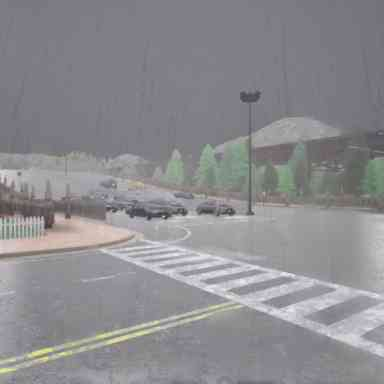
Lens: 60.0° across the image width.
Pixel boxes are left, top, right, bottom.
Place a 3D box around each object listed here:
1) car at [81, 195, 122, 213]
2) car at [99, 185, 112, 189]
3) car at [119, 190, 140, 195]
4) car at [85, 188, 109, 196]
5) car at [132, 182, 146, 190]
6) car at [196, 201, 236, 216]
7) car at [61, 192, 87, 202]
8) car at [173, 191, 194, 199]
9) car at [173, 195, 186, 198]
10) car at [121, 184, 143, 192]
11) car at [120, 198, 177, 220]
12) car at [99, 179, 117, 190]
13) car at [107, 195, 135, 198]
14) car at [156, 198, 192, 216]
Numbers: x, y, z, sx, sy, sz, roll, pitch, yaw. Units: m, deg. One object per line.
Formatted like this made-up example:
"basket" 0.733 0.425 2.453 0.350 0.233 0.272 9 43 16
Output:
"car" -9.909 1.451 36.262 2.033 1.411 5.357 0 2 -37
"car" -15.455 0.170 55.344 1.837 1.490 4.892 0 6 -37
"car" -9.324 1.008 47.112 1.882 1.535 5.008 0 4 -37
"car" -14.242 0.635 47.823 2.097 1.767 4.553 0 4 -37
"car" -11.943 -1.425 74.037 1.882 1.535 5.008 0 7 -37
"car" 2.215 1.558 31.874 1.994 1.385 4.181 0 0 -37
"car" -16.101 0.904 44.468 1.837 1.490 4.892 0 4 -37
"car" -1.620 0.568 60.470 2.128 1.511 4.902 0 5 -37
"car" -3.206 1.424 39.010 1.882 1.535 5.008 0 1 -37
"car" -11.517 -0.063 61.984 1.895 1.301 4.718 0 7 -37
"car" -3.832 1.543 28.257 2.033 1.411 5.357 0 0 -37
"car" -17.640 -1.706 70.007 2.150 2.045 5.566 0 7 -37
"car" -8.210 1.412 39.818 1.994 1.385 4.181 0 2 -37
"car" -2.203 1.555 31.902 1.994 1.385 4.181 0 0 -37
